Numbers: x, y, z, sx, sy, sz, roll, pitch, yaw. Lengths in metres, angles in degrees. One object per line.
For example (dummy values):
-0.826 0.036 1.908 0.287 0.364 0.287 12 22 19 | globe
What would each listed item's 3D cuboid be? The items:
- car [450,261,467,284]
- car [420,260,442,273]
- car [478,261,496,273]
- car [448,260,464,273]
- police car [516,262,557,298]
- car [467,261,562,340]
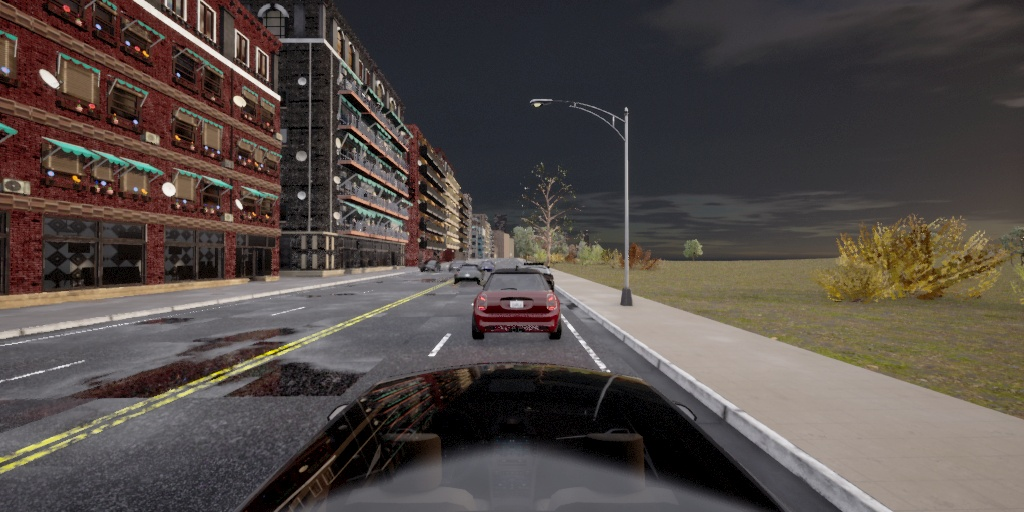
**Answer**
-3.092 1.315 26.861 1.994 1.385 4.181 0 0 0 | car
-9.754 1.256 43.311 1.837 1.490 4.892 0 0 0 | car
-3.048 1.314 44.878 1.994 1.385 4.181 0 0 0 | car
-6.503 1.243 43.556 2.128 1.511 4.902 0 0 0 | car
1.177 1.177 19.666 1.930 1.638 5.238 0 0 0 | police car
0.114 1.103 10.170 2.097 1.767 4.553 0 0 0 | car
